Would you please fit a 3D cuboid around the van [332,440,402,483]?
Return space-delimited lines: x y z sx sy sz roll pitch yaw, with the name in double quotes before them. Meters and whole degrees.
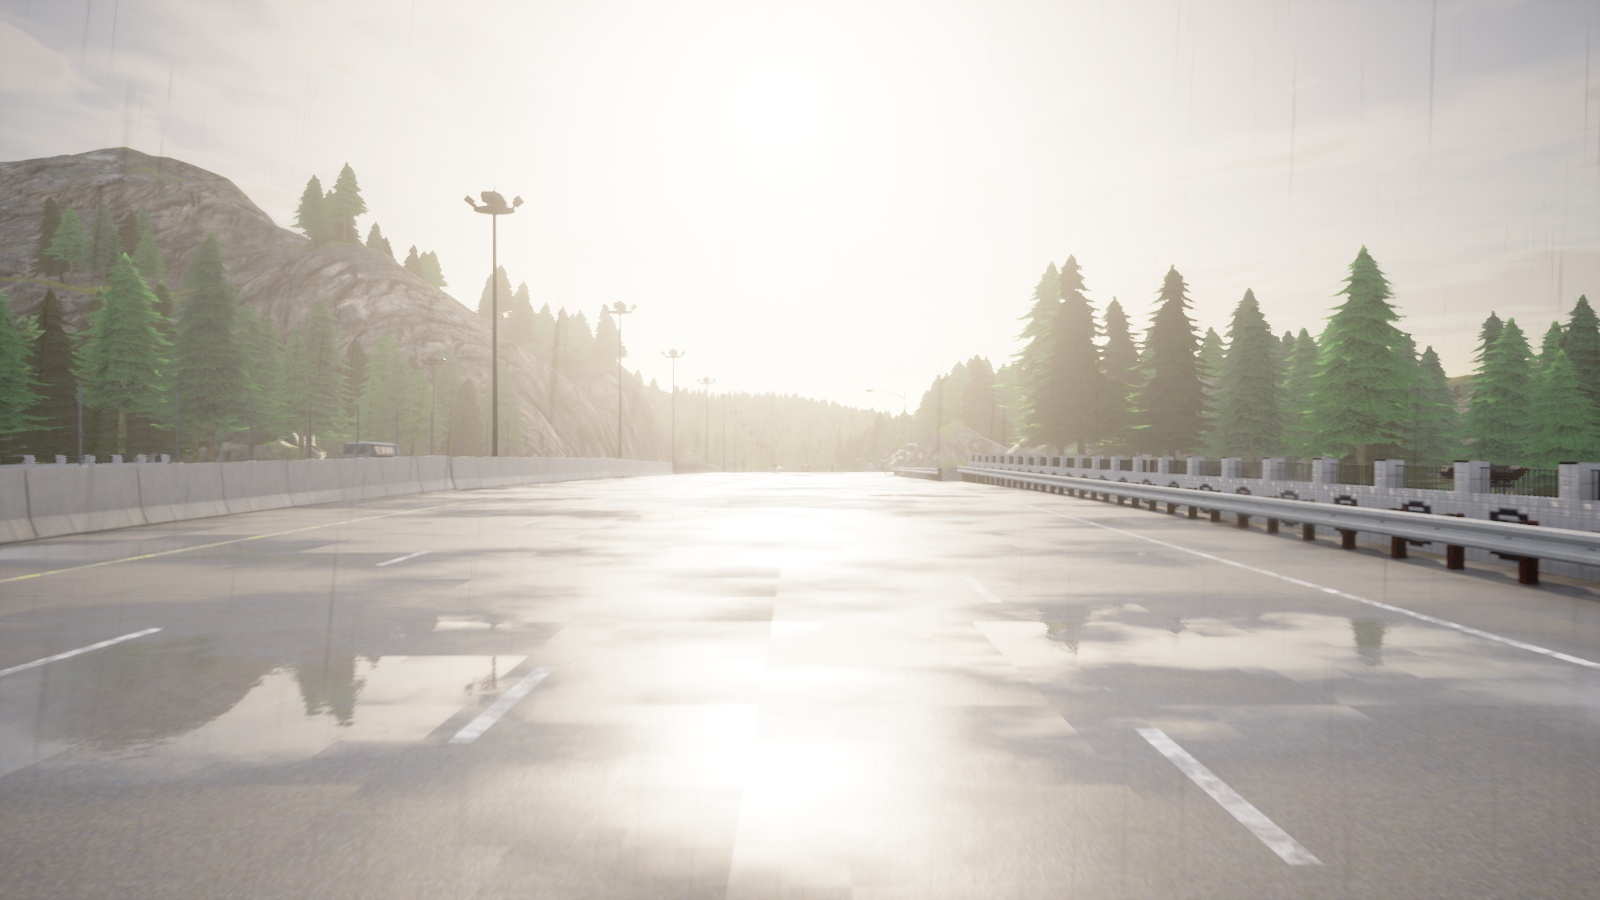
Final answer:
"van" -20.645 0.555 60.083 1.775 1.987 4.442 0 -1 0
